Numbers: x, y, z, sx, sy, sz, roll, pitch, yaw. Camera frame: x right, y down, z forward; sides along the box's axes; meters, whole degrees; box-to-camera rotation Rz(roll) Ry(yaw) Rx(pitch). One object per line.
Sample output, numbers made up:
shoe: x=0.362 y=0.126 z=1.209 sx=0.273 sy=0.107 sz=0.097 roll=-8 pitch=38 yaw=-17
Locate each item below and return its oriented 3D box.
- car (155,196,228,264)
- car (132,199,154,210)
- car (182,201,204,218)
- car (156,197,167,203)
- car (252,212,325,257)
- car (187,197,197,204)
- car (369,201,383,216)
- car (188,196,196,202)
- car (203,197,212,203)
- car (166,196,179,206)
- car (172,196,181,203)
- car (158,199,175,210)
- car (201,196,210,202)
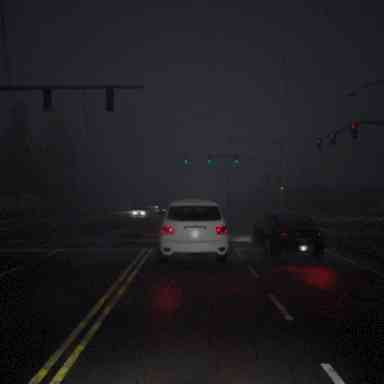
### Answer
car: x=-0.066 y=1.273 z=12.252 sx=2.150 sy=2.045 sz=5.566 roll=0 pitch=0 yaw=-3
car: x=-7.082 y=1.682 z=46.323 sx=2.128 sy=1.511 sz=4.902 roll=0 pitch=0 yaw=0
car: x=0.100 y=1.664 z=32.777 sx=2.033 sy=1.411 sz=5.357 roll=0 pitch=0 yaw=0
car: x=-6.998 y=1.836 z=76.531 sx=2.033 sy=1.411 sz=5.357 roll=0 pitch=0 yaw=0
car: x=3.594 y=1.560 z=13.136 sx=1.837 sy=1.490 sz=4.892 roll=0 pitch=0 yaw=0
car: x=0.002 y=1.837 z=76.143 sx=2.128 sy=1.511 sz=4.902 roll=0 pitch=0 yaw=0
car: x=20.070 y=1.296 z=31.813 sx=5.566 sy=2.045 sz=2.150 roll=0 pitch=0 yaw=0
car: x=0.003 y=1.774 z=85.652 sx=2.033 sy=1.411 sz=5.357 roll=0 pitch=0 yaw=0
car: x=3.502 y=1.835 z=76.399 sx=1.812 sy=1.442 sz=4.674 roll=0 pitch=0 yaw=0
car: x=-3.545 y=1.603 z=61.215 sx=2.097 sy=1.767 sz=4.553 roll=0 pitch=0 yaw=0
car: x=-3.498 y=1.775 z=76.225 sx=1.882 sy=1.535 sz=5.008 roll=0 pitch=0 yaw=0
car: x=-3.577 y=1.758 z=47.522 sx=1.994 sy=1.385 sz=4.181 roll=0 pitch=0 yaw=0
car: x=3.503 y=1.759 z=85.652 sx=2.128 sy=1.511 sz=4.902 roll=0 pitch=0 yaw=0
